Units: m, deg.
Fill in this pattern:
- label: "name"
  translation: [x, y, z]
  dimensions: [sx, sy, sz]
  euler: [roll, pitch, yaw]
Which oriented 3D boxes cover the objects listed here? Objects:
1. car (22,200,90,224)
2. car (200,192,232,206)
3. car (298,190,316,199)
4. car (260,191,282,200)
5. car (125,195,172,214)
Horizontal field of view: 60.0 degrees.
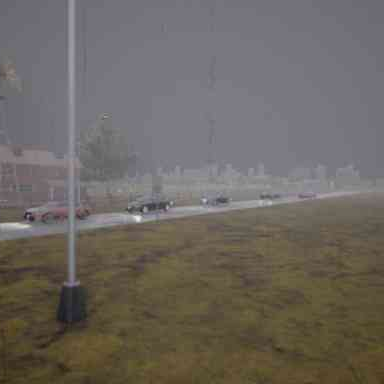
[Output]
- label: "car"
  translation: [-8.945, 1.268, 22.170]
  dimensions: [1.994, 1.385, 4.181]
  euler: [1, 2, 36]
- label: "car"
  translation: [2.774, 0.792, 38.339]
  dimensions: [2.128, 1.511, 4.902]
  euler: [1, 2, 36]
- label: "car"
  translation: [19.692, 0.392, 56.744]
  dimensions: [1.994, 1.385, 4.181]
  euler: [1, 2, 36]
- label: "car"
  translation: [12.173, 0.574, 51.199]
  dimensions: [1.895, 1.301, 4.718]
  euler: [1, 2, 36]
- label: "car"
  translation: [-3.743, 1.032, 29.332]
  dimensions: [1.837, 1.490, 4.892]
  euler: [1, 2, 36]
